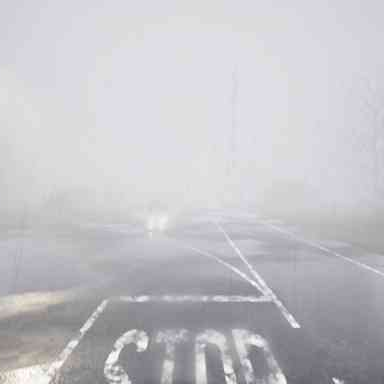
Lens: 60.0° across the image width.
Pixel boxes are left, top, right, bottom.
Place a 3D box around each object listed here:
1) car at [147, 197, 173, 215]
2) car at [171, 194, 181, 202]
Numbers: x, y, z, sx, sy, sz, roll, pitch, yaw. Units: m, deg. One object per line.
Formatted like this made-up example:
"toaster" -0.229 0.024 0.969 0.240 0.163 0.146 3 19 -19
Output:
"car" -3.464 1.507 34.279 2.128 1.511 4.902 0 0 0
"car" -3.525 1.340 73.837 2.097 1.767 4.553 0 0 0
